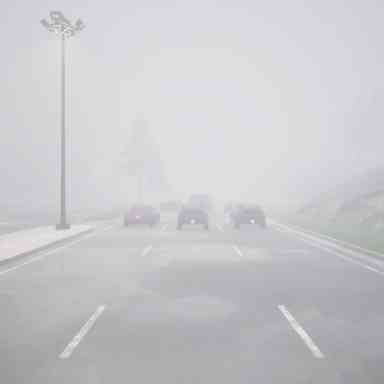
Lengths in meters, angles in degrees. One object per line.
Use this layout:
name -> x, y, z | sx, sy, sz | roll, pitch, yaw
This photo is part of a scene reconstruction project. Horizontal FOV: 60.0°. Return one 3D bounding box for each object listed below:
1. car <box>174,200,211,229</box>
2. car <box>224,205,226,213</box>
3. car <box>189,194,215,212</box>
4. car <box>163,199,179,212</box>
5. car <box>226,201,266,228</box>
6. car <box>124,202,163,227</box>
car -> 0.086, 1.501, 21.748 | 1.837, 1.490, 4.892 | 0, -1, 1
car -> 4.705, 1.601, 35.990 | 1.895, 1.301, 4.718 | 0, 0, 13
car -> 1.049, 1.219, 35.745 | 2.150, 2.045, 5.566 | 0, 0, 12
car -> -2.107, 1.478, 37.287 | 1.882, 1.535, 5.008 | 0, 0, 13
car -> 3.588, 1.502, 21.905 | 1.837, 1.490, 4.892 | 0, -1, 1
car -> -3.391, 1.563, 23.063 | 1.994, 1.385, 4.181 | 0, 0, 1
